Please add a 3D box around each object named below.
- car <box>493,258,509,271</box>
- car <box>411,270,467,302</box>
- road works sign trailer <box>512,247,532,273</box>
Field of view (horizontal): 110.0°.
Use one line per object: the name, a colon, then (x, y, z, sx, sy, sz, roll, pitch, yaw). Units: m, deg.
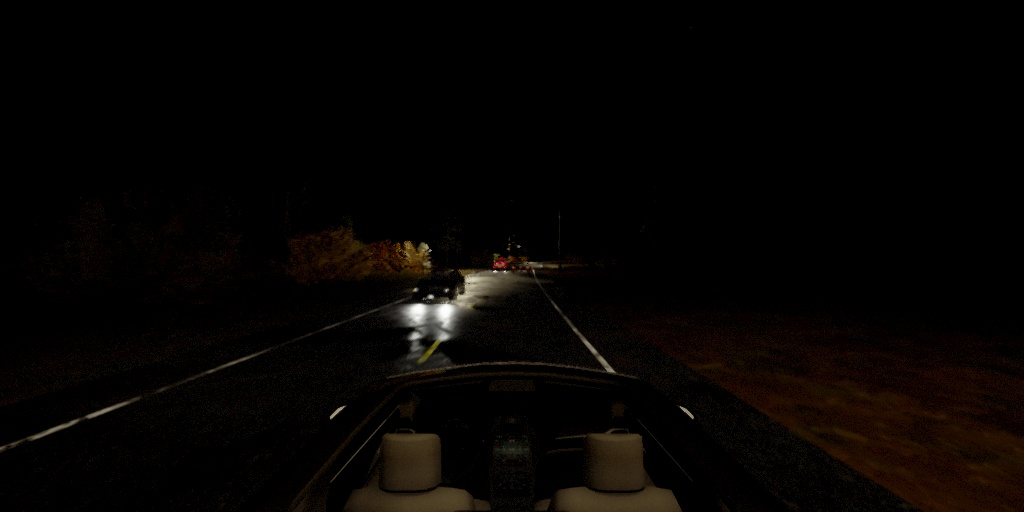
car: (-1.732, 1.367, 58.944, 2.150, 2.045, 5.566, 0, 0, 4)
car: (-3.470, 1.398, 18.141, 2.033, 1.411, 5.357, 0, 0, 1)
road works sign trailer: (1.216, 0.532, 49.536, 2.380, 3.560, 2.880, 0, 0, 3)
